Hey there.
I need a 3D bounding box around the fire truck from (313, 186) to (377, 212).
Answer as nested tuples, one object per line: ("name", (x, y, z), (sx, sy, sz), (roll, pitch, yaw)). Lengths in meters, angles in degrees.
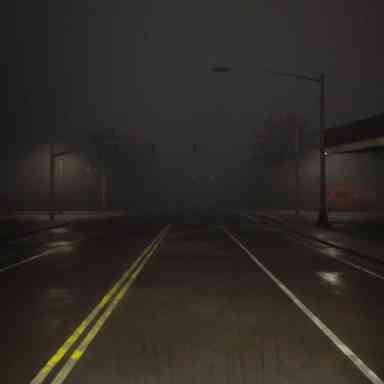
("fire truck", (22.718, 0.981, 49.574), (8.468, 3.827, 2.891), (0, -1, 1))
